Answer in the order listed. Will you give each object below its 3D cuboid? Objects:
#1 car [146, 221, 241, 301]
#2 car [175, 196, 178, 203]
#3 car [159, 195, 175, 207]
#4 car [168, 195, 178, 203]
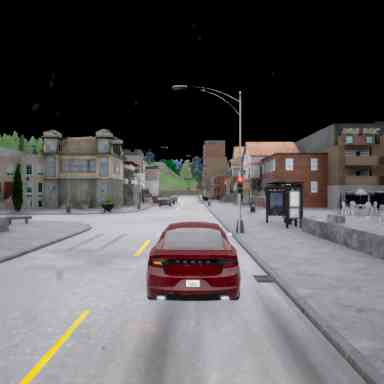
[{"bbox_3d":[0.048,1.478,8.396,1.882,1.535,5.008,0,0,1],"label":"car"},{"bbox_3d":[-4.072,1.601,61.273,1.895,1.301,4.718,0,0,0],"label":"car"},{"bbox_3d":[-4.110,1.505,51.968,1.837,1.490,4.892,0,0,0],"label":"car"},{"bbox_3d":[-4.015,1.500,71.640,1.837,1.490,4.892,0,0,0],"label":"car"}]
